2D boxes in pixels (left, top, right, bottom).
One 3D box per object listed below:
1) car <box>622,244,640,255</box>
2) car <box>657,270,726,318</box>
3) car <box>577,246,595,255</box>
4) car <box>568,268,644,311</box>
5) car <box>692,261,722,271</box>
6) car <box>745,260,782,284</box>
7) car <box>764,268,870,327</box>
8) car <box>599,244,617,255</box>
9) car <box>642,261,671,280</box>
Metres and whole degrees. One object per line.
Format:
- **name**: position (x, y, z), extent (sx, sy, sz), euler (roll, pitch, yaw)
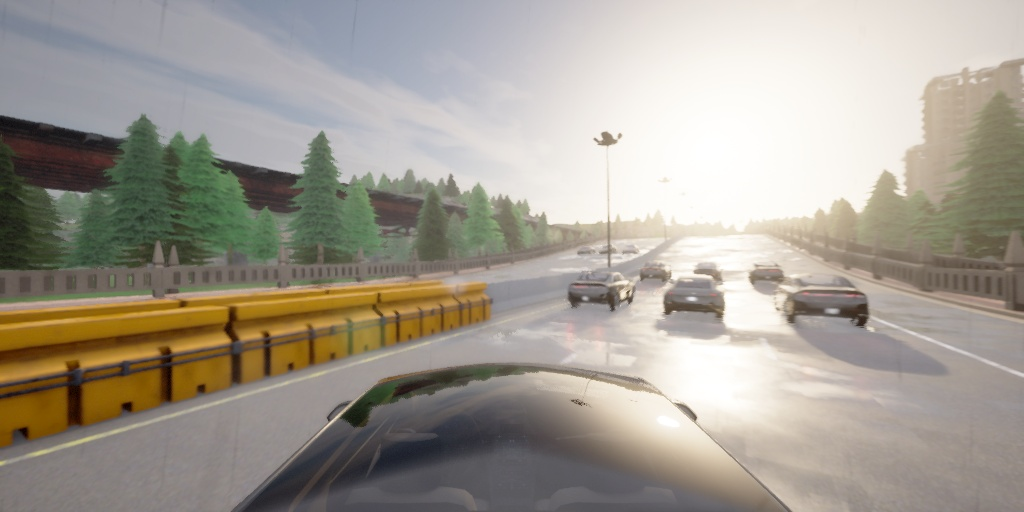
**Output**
- **car**: position (17.888, -1.009, 53.892), extent (1.812, 1.442, 4.674), euler (-1, 6, 30)
- **car**: position (7.118, 1.439, 13.902), extent (1.994, 1.385, 4.181), euler (-1, -1, 31)
- **car**: position (11.859, -0.896, 57.435), extent (1.994, 1.385, 4.181), euler (-1, 6, 30)
- **car**: position (3.970, 1.404, 15.457), extent (2.128, 1.511, 4.902), euler (-1, -1, 31)
- **car**: position (14.711, 1.092, 27.073), extent (1.812, 1.442, 4.674), euler (-1, 3, 31)
- **car**: position (17.425, 1.048, 24.787), extent (2.128, 1.511, 4.902), euler (-1, 2, 31)
- **car**: position (10.016, 1.323, 11.931), extent (2.128, 1.511, 4.902), euler (-1, -1, 31)
- **car**: position (14.854, -0.989, 55.635), extent (1.837, 1.490, 4.892), euler (-1, 6, 30)
- **car**: position (11.359, 1.129, 28.279), extent (2.128, 1.511, 4.902), euler (-1, 2, 31)
